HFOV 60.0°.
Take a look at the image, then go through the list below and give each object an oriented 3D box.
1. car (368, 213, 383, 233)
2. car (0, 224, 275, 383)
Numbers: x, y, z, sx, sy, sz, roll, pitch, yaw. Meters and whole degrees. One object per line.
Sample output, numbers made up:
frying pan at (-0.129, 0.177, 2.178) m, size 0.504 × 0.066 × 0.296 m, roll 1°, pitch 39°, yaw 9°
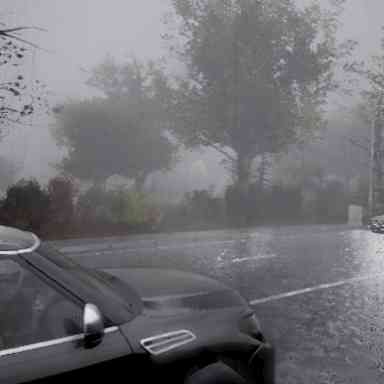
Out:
car at (12.118, 1.607, 18.774) m, size 4.892 × 1.490 × 1.837 m, roll 1°, pitch -1°, yaw -25°
car at (-1.885, 1.208, 2.331) m, size 5.566 × 2.045 × 2.150 m, roll 0°, pitch 0°, yaw -35°
